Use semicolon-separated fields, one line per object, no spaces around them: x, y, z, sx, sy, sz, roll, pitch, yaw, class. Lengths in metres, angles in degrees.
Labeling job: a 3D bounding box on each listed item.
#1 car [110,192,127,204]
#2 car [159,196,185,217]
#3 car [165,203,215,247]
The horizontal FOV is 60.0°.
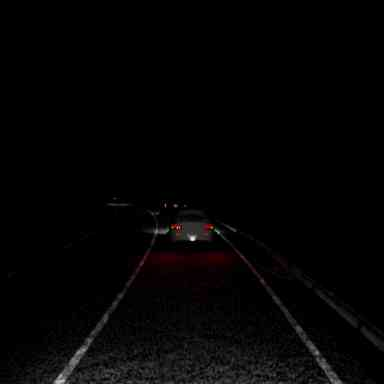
-11.218;0.858;50.675;2.097;1.767;4.553;2;0;-21;car
-1.625;1.155;28.443;2.097;1.767;4.553;1;0;-9;car
-0.074;1.427;14.374;1.812;1.442;4.674;1;0;-2;car
